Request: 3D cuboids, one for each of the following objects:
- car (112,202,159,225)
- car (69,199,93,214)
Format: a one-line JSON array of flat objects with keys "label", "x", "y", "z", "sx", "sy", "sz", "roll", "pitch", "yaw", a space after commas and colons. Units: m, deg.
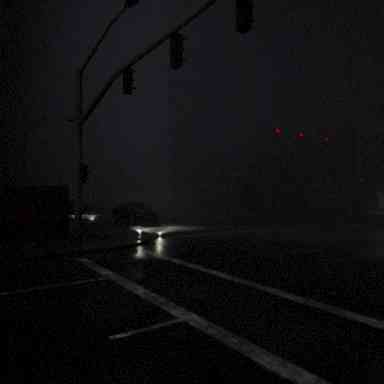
[{"label": "car", "x": -4.286, "y": 1.524, "z": 24.895, "sx": 1.882, "sy": 1.535, "sz": 5.008, "roll": 0, "pitch": 0, "yaw": -36}, {"label": "car", "x": -12.391, "y": 1.524, "z": 36.194, "sx": 1.882, "sy": 1.535, "sz": 5.008, "roll": 0, "pitch": 1, "yaw": -35}]
